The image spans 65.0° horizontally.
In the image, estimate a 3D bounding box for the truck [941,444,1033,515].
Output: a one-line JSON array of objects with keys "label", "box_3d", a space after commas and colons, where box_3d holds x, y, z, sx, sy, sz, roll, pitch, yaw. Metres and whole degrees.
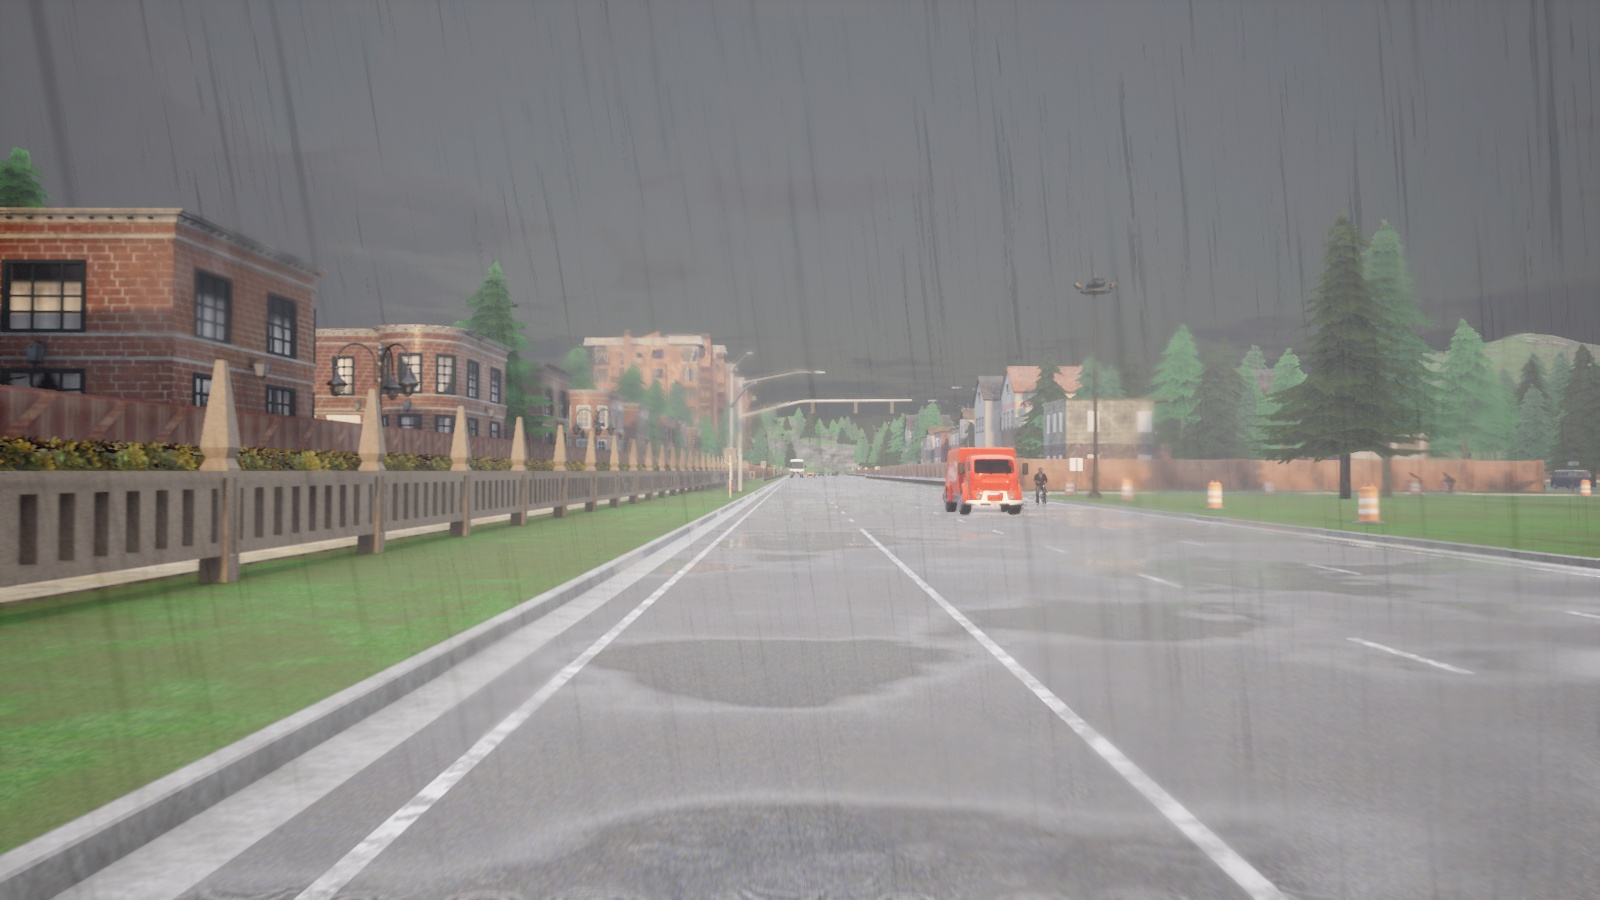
[{"label": "truck", "box_3d": [6.879, 1.085, 46.898, 2.627, 2.467, 5.204, 0, -1, 0]}]
